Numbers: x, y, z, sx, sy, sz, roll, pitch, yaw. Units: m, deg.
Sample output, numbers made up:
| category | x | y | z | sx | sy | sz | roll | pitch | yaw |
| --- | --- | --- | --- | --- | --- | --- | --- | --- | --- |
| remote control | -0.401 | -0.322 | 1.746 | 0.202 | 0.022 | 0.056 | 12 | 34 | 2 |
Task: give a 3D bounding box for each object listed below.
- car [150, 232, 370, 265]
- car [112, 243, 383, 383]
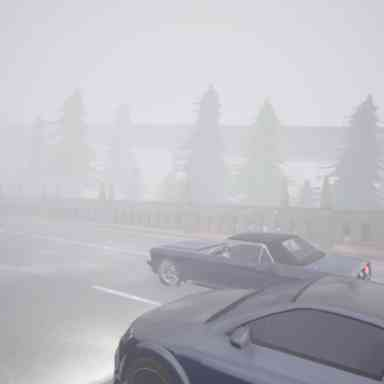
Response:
| category | x | y | z | sx | sy | sz | roll | pitch | yaw |
| --- | --- | --- | --- | --- | --- | --- | --- | --- | --- |
| car | 1.229 | 1.558 | 7.416 | 4.718 | 1.301 | 1.895 | 1 | 1 | 36 |
| car | 1.211 | 1.554 | 3.128 | 4.181 | 1.385 | 1.994 | 1 | 1 | 36 |
